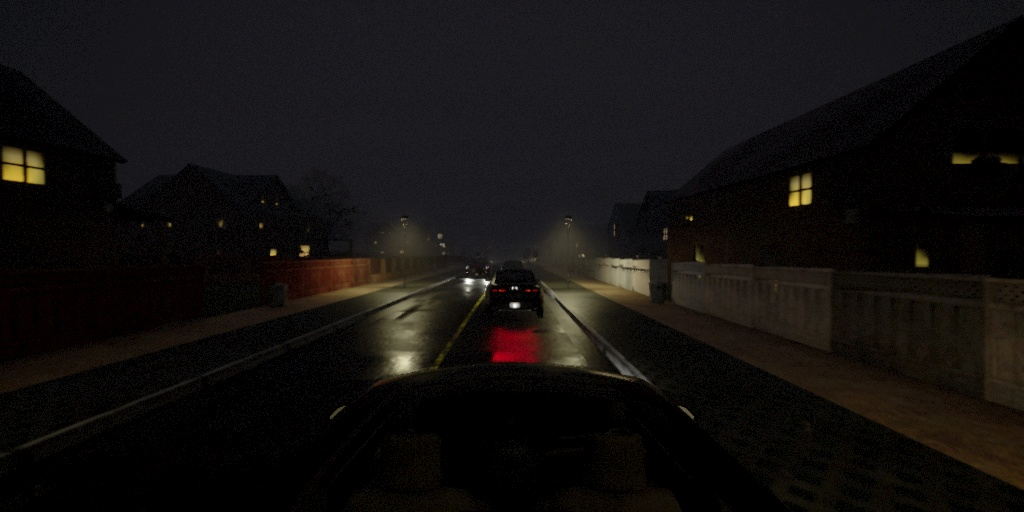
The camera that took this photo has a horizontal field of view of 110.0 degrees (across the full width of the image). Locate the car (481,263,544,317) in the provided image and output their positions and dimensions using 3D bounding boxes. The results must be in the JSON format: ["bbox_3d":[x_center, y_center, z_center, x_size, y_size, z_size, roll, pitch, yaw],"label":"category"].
[{"bbox_3d":[0.091,1.180,12.865,1.837,1.490,4.892,0,0,0],"label":"car"}]

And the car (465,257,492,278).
[{"bbox_3d":[-2.839,0.908,31.233,2.097,1.767,4.553,0,0,0],"label":"car"}]

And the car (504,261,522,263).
[{"bbox_3d":[0.094,1.084,27.759,1.837,1.490,4.892,0,1,0],"label":"car"}]
